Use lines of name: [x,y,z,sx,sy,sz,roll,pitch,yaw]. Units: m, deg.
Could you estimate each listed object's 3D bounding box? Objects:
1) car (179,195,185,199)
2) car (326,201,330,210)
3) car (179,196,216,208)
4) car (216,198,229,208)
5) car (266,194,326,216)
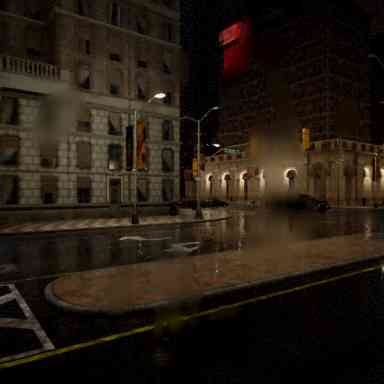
car: [-3.994,1.513,70.881,2.128,1.511,4.902,0,0,-35]
car: [12.291,1.223,36.926,2.150,2.045,5.566,0,0,-44]
car: [0.698,1.601,45.777,1.895,1.301,4.718,0,0,-36]
car: [3.017,1.547,48.550,2.033,1.411,5.357,0,0,-36]
car: [9.900,1.222,32.927,2.150,2.045,5.566,0,0,-36]
